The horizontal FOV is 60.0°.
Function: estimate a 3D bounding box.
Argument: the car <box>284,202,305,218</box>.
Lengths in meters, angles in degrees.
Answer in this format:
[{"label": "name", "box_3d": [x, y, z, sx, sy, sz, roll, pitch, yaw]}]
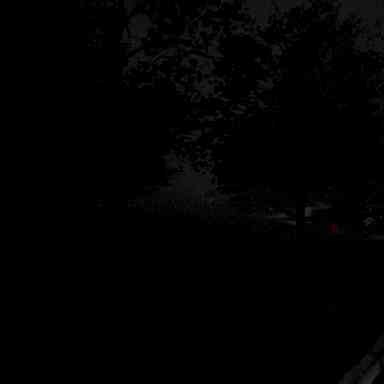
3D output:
[{"label": "car", "box_3d": [9.758, 1.468, 27.205, 1.812, 1.442, 4.674, 0, 0, -37]}]

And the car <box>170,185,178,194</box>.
[{"label": "car", "box_3d": [-5.516, -0.310, 75.052, 1.946, 1.575, 5.366, 0, 3, 16]}]

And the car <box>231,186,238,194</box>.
[{"label": "car", "box_3d": [9.788, -0.497, 74.237, 2.128, 1.511, 4.902, 0, 4, 17]}]

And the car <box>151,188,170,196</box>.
[{"label": "car", "box_3d": [-7.072, 0.034, 69.764, 1.946, 1.575, 5.366, 0, 4, 16]}]

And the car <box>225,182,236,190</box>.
[{"label": "car", "box_3d": [10.100, -1.531, 86.706, 2.097, 1.767, 4.553, 0, 4, 17]}]

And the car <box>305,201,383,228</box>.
[{"label": "car", "box_3d": [10.356, 1.452, 21.851, 4.892, 1.490, 1.837, 0, 1, 41]}]

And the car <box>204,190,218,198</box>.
[{"label": "car", "box_3d": [3.625, 0.272, 63.985, 1.812, 1.442, 4.674, 0, 3, 15]}]

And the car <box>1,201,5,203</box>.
[{"label": "car", "box_3d": [-22.193, 1.367, 35.120, 4.553, 1.767, 2.097, 0, 0, -28]}]

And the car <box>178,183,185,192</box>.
[{"label": "car", "box_3d": [-3.970, -0.650, 80.345, 1.946, 1.575, 5.366, 0, 3, 16]}]

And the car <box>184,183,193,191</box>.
[{"label": "car", "box_3d": [-2.346, -1.257, 85.895, 2.435, 2.045, 5.566, 0, 4, 16]}]

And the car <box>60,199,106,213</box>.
[{"label": "car", "box_3d": [-11.622, 1.510, 35.602, 4.674, 1.442, 1.812, 0, 0, -1]}]
